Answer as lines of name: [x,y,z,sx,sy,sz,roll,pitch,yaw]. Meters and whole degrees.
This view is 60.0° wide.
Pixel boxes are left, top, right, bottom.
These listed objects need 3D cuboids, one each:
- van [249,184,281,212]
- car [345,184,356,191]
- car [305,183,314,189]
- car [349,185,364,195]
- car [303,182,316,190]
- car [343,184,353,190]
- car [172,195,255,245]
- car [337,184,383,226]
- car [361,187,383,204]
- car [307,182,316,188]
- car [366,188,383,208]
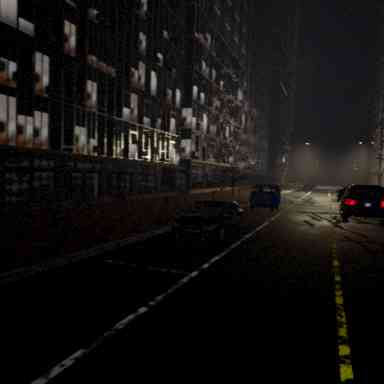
van: [5.081,0.353,22.784,1.690,1.788,3.998,3,3,22]
car: [34.400,-0.957,72.270,1.947,1.339,4.313,3,3,22]
car: [26.653,-1.373,75.439,1.802,1.307,4.206,3,3,22]
car: [27.927,-0.378,56.478,1.887,1.381,4.507,3,3,22]
car: [24.496,-1.209,70.172,1.887,1.381,4.507,3,3,22]
car: [38.716,-1.360,82.796,1.947,1.339,4.313,3,3,22]
car: [0.757,0.943,12.266,2.008,1.369,4.403,3,3,22]
car: [9.614,0.600,18.734,2.150,2.045,5.566,3,4,22]
car: [19.299,0.301,35.417,1.967,1.590,4.097,3,3,22]
car: [30.971,-1.813,85.964,1.887,1.381,4.507,3,3,22]
car: [17.141,0.496,30.153,1.967,1.590,4.097,3,3,22]
